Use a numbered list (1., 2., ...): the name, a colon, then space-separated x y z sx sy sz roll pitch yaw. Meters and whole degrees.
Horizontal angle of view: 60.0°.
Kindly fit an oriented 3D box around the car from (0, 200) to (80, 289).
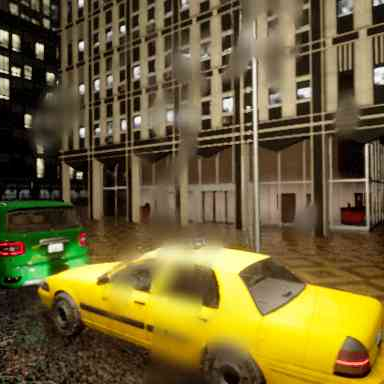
1. car: -4.933 1.219 8.291 5.566 2.045 2.150 0 0 36

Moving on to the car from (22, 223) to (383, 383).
1. car: -0.182 1.456 4.893 5.366 1.575 1.801 0 0 36
